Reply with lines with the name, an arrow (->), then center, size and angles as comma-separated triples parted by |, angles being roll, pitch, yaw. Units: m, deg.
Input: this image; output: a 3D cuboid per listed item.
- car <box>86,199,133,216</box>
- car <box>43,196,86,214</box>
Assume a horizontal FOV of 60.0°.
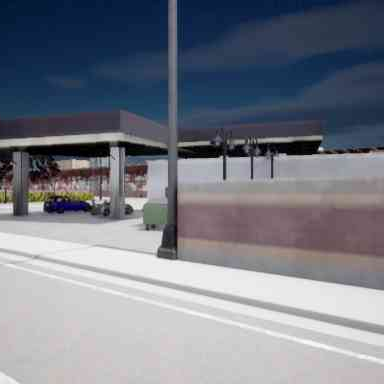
car -> -7.276, 1.416, 30.483 | 1.970, 1.475, 3.806 | 0, 0, 37
car -> -12.351, 1.256, 33.281 | 2.242, 1.667, 4.611 | 0, 0, 37
